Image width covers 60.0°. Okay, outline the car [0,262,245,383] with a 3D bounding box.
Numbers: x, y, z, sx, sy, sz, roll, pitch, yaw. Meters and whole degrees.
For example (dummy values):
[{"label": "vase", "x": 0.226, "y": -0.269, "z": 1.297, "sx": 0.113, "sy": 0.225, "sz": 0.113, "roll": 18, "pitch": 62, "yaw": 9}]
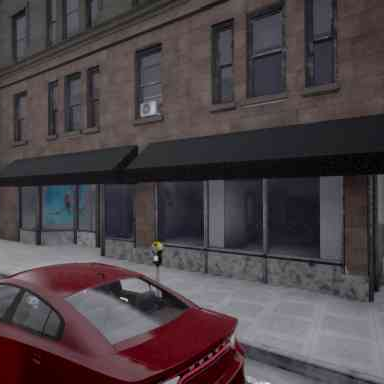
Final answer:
[{"label": "car", "x": -1.591, "y": 1.545, "z": 3.983, "sx": 4.507, "sy": 1.381, "sz": 1.887, "roll": 0, "pitch": 0, "yaw": 35}]
